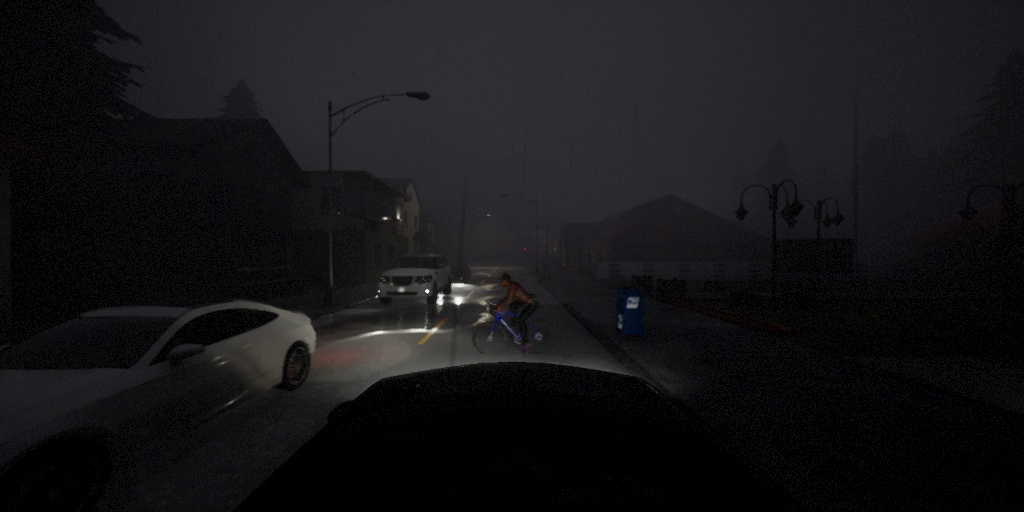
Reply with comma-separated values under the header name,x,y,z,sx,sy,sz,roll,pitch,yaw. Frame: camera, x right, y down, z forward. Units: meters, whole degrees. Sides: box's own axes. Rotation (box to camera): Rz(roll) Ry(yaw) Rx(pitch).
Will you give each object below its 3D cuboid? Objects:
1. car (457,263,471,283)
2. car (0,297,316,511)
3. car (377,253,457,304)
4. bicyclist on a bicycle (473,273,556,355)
name,x,y,z,sx,sy,sz,roll,pitch,yaw
car,-4.130,1.174,26.151,1.994,1.385,4.181,0,0,0
car,-4.083,1.263,4.057,1.812,1.442,4.674,0,0,0
car,-4.125,0.890,16.149,2.150,2.045,5.566,0,0,0
bicyclist on a bicycle,0.035,1.161,7.101,1.656,1.620,0.582,-2,0,0
